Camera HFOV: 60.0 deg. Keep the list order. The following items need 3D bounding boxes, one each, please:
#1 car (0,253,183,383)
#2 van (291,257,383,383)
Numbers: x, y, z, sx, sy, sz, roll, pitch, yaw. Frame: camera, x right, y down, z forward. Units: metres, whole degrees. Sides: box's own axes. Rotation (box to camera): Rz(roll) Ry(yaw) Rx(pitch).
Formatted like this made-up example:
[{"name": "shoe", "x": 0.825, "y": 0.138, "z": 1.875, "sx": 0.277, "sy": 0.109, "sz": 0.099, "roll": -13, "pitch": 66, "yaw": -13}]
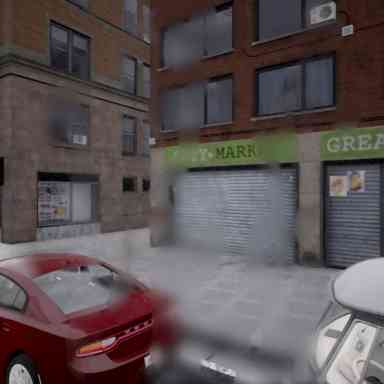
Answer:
[{"name": "car", "x": -2.211, "y": 1.544, "z": 4.653, "sx": 4.507, "sy": 1.381, "sz": 1.887, "roll": 0, "pitch": 0, "yaw": 35}, {"name": "van", "x": 2.398, "y": 1.341, "z": 1.367, "sx": 3.998, "sy": 1.788, "sz": 1.690, "roll": 0, "pitch": 0, "yaw": 35}]
